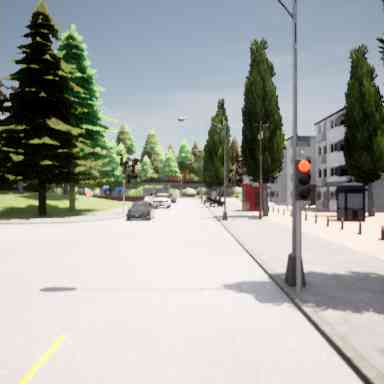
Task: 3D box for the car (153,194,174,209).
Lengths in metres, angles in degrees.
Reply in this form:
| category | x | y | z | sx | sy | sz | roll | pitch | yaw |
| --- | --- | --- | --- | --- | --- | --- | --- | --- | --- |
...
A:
| category | x | y | z | sx | sy | sz | roll | pitch | yaw |
| --- | --- | --- | --- | --- | --- | --- | --- | --- | --- |
| car | -4.108 | 1.234 | 45.913 | 2.150 | 2.045 | 5.566 | 0 | 0 | 0 |

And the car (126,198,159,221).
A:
| category | x | y | z | sx | sy | sz | roll | pitch | yaw |
| --- | --- | --- | --- | --- | --- | --- | --- | --- | --- |
| car | -4.107 | 1.512 | 27.111 | 1.837 | 1.490 | 4.892 | 0 | 0 | 0 |

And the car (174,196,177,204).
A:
| category | x | y | z | sx | sy | sz | roll | pitch | yaw |
| --- | --- | --- | --- | --- | --- | --- | --- | --- | --- |
| car | -4.005 | 1.565 | 65.760 | 2.033 | 1.411 | 5.357 | 0 | 0 | 0 |
